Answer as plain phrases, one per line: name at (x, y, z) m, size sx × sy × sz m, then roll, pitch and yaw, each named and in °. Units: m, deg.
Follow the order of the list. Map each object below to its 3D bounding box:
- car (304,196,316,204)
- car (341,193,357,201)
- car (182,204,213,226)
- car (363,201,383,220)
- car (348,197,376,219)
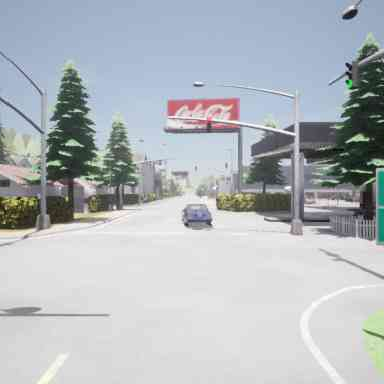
car at (22.347, 1.552, 64.068) m, size 1.970 × 1.475 × 3.806 m, roll 0°, pitch 0°, yaw 0°
car at (34.732, 1.489, 71.890) m, size 2.007 × 1.523 × 4.514 m, roll 0°, pitch 0°, yaw 0°
car at (0.307, 1.547, 23.625) m, size 2.033 × 1.411 × 5.357 m, roll 0°, pitch 0°, yaw -4°
car at (18.621, 1.672, 30.662) m, size 4.611 × 1.667 × 2.242 m, roll 0°, pitch 0°, yaw 0°
car at (14.308, 1.505, 24.982) m, size 3.866 × 1.878 × 1.905 m, roll 0°, pitch 0°, yaw 0°
